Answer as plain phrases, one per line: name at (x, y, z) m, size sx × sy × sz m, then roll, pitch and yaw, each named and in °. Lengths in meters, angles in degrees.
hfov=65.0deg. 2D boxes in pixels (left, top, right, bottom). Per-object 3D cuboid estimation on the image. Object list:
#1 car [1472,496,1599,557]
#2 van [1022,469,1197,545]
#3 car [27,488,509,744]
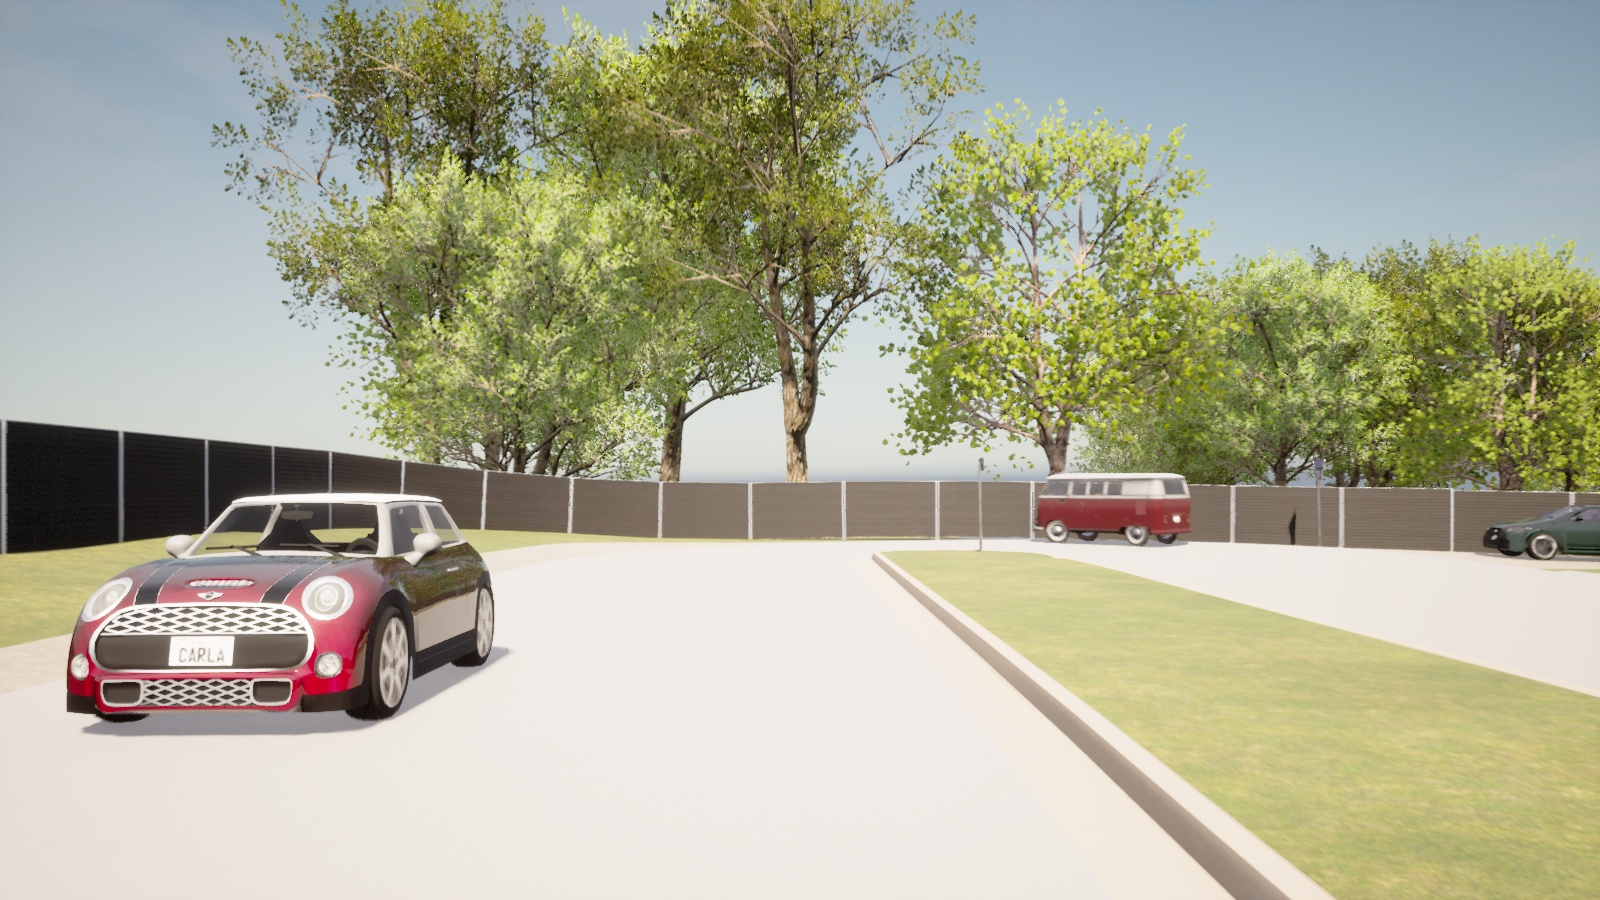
car at (19.322, 1.896, 31.219) m, size 4.181 × 1.385 × 1.994 m, roll 1°, pitch -1°, yaw 9°
van at (8.604, 1.570, 35.199) m, size 1.775 × 1.987 × 4.442 m, roll 1°, pitch -2°, yaw -44°
car at (-3.581, 1.045, 9.321) m, size 1.970 × 1.475 × 3.806 m, roll -1°, pitch -2°, yaw 0°
